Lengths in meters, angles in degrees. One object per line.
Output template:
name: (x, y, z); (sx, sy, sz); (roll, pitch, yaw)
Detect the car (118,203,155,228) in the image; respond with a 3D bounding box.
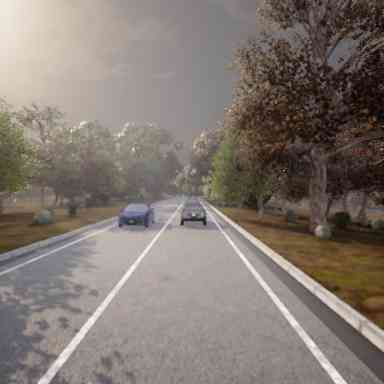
car: (-3.596, 1.481, 22.236); (1.882, 1.535, 5.008); (0, 0, 0)

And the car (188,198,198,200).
car: (0.099, 1.499, 43.043); (2.033, 1.411, 5.357); (0, 0, 0)

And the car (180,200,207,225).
car: (0.104, 1.550, 24.289); (2.033, 1.411, 5.357); (0, 0, 0)
